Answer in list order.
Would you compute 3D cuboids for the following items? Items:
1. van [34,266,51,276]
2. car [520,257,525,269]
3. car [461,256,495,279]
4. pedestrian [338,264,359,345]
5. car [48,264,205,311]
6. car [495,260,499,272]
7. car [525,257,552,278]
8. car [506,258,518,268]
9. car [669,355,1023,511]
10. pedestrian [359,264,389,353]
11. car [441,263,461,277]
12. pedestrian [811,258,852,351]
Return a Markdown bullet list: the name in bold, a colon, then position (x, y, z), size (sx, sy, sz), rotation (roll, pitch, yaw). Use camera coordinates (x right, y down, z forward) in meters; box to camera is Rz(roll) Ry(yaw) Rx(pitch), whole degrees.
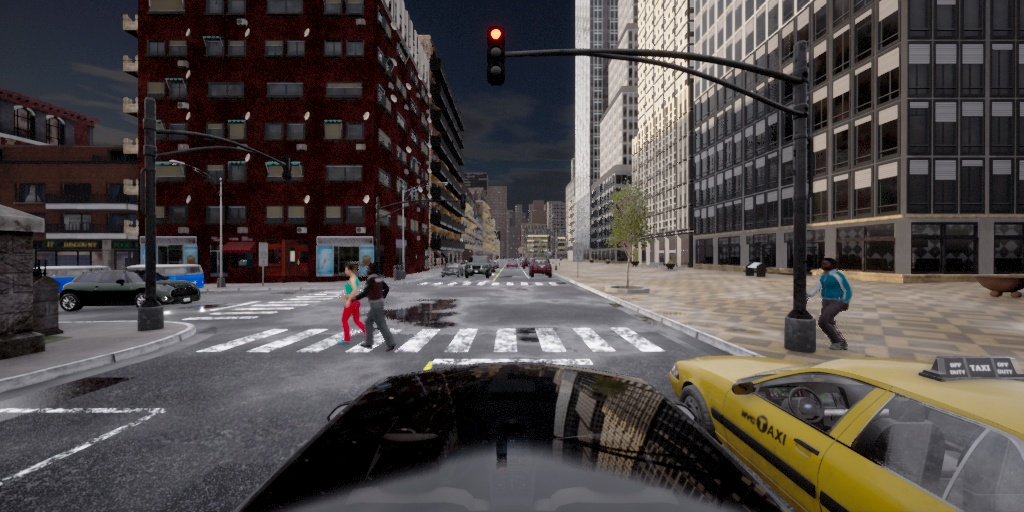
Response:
- **van**: position (-26.297, 1.481, 21.316), size (3.998, 1.789, 1.690), rotation (0, 0, 0)
- **car**: position (2.711, 1.099, 56.700), size (2.192, 1.841, 5.009), rotation (0, 0, 0)
- **car**: position (-3.072, 0.980, 33.655), size (2.150, 2.045, 5.566), rotation (0, 0, 0)
- **pedestrian**: position (-3.579, 1.059, 8.067), size (0.375, 1.860, 0.375), rotation (0, 0, 0)
- **car**: position (-16.429, 1.352, 15.612), size (4.553, 1.767, 2.097), rotation (-1, 0, -1)
- **car**: position (-3.076, 1.120, 43.476), size (2.097, 1.767, 4.553), rotation (0, 0, 0)
- **car**: position (2.702, 1.074, 34.595), size (2.192, 1.841, 5.009), rotation (0, 0, 0)
- **car**: position (0.024, 1.359, 63.789), size (1.994, 1.385, 4.181), rotation (0, 0, 0)
- **car**: position (2.689, 1.275, 2.353), size (1.751, 1.417, 4.829), rotation (0, 0, 0)
- **pedestrian**: position (-2.886, 1.053, 7.532), size (0.375, 1.860, 0.375), rotation (0, 0, 0)
- **car**: position (-5.678, 1.309, 34.599), size (2.007, 1.370, 4.403), rotation (0, 0, 0)
- **pedestrian**: position (6.097, 0.891, 6.850), size (0.375, 1.860, 0.375), rotation (0, 0, 0)
